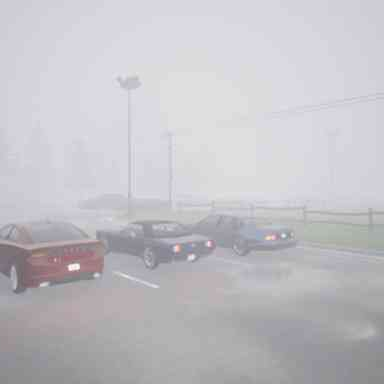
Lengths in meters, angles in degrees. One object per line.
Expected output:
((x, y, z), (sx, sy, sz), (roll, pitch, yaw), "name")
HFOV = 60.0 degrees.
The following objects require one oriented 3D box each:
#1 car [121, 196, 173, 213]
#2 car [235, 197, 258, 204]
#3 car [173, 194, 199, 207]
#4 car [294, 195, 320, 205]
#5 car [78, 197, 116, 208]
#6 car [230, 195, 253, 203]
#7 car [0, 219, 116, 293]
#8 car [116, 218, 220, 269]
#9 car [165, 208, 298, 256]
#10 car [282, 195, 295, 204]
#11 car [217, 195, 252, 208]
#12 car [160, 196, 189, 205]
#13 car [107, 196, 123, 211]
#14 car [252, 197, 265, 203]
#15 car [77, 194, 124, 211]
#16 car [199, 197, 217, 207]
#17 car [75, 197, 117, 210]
((-4.864, 1.465, 36.437), (5.008, 1.535, 1.882), (0, 0, -44), "car")
((10.611, 1.582, 64.316), (4.718, 1.301, 1.895), (0, 0, -41), "car")
((-0.057, 1.462, 50.270), (5.008, 1.535, 1.882), (-1, 1, -41), "car")
((21.028, 1.478, 59.534), (4.902, 1.511, 2.128), (0, 0, -41), "car")
((-13.509, 1.460, 47.537), (5.008, 1.535, 1.882), (0, 0, -43), "car")
((10.216, 1.458, 68.578), (5.008, 1.535, 1.882), (0, 0, -42), "car")
((-4.202, 1.474, 9.047), (1.882, 1.535, 5.008), (0, 0, -42), "car")
((-1.487, 1.597, 11.265), (1.895, 1.301, 4.718), (0, 0, -42), "car")
((1.446, 1.543, 13.235), (2.033, 1.411, 5.357), (0, 0, -42), "car")
((18.826, 1.335, 62.238), (4.553, 1.767, 2.097), (0, 0, -41), "car")
((5.941, 1.550, 46.232), (4.181, 1.385, 1.994), (0, 0, -41), "car")
((-2.916, 1.487, 57.080), (4.892, 1.490, 1.837), (0, 0, -41), "car")
((-7.063, 1.492, 39.178), (4.892, 1.490, 1.837), (0, 0, -44), "car")
((10.972, 1.530, 60.004), (5.357, 1.411, 2.033), (0, 0, -41), "car")
((-10.672, 1.209, 40.568), (5.566, 2.045, 2.150), (0, 0, -44), "car")
((3.794, 1.511, 49.001), (4.674, 1.442, 1.812), (0, 0, -42), "car")
((-12.522, 1.461, 43.637), (5.008, 1.535, 1.882), (0, 0, -44), "car")
